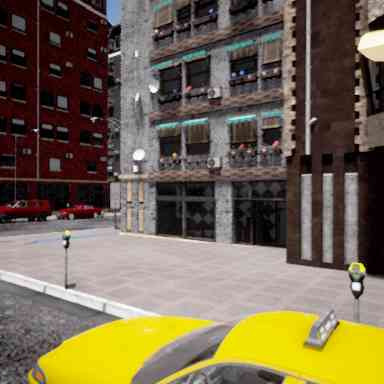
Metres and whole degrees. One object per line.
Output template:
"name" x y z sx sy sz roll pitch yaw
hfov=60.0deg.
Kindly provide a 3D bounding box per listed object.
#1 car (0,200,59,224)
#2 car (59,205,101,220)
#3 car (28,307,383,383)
"car" -14.230 1.576 27.692 2.192 1.841 5.009 -1 -2 35
"car" -10.935 1.908 32.332 1.887 1.381 4.507 -1 -2 35
"car" 0.667 1.525 2.399 4.829 1.417 1.752 0 0 36
